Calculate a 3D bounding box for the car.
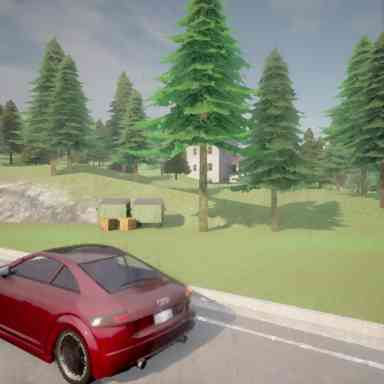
[{"bbox_3d":[-1.990,1.563,5.413,4.181,1.385,1.994,0,0,35],"label":"car"}]
